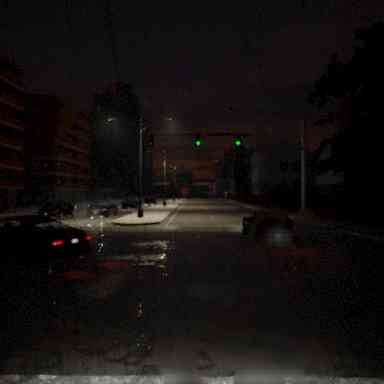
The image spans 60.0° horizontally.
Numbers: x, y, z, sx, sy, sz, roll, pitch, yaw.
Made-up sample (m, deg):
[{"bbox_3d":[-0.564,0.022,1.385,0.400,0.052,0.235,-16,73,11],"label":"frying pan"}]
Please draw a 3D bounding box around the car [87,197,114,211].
[{"bbox_3d":[-11.508,1.474,42.204,2.128,1.511,4.902,0,0,0],"label":"car"}]

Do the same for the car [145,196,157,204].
[{"bbox_3d":[-7.882,1.517,63.860,2.033,1.411,5.357,0,0,0],"label":"car"}]

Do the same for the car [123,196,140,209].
[{"bbox_3d":[-8.006,1.528,44.257,2.033,1.411,5.357,0,0,0],"label":"car"}]

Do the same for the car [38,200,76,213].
[{"bbox_3d":[-11.540,1.494,28.662,1.837,1.490,4.892,0,1,0],"label":"car"}]

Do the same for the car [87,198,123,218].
[{"bbox_3d":[-8.037,1.480,30.146,2.128,1.511,4.902,0,0,0],"label":"car"}]

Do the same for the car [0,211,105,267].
[{"bbox_3d":[-5.793,1.545,11.332,5.357,1.411,2.033,0,0,28],"label":"car"}]

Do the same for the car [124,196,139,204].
[{"bbox_3d":[-11.387,1.449,63.147,1.882,1.535,5.008,0,0,0],"label":"car"}]

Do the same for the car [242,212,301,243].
[{"bbox_3d":[3.631,1.589,16.066,1.895,1.301,4.718,0,0,0],"label":"car"}]
